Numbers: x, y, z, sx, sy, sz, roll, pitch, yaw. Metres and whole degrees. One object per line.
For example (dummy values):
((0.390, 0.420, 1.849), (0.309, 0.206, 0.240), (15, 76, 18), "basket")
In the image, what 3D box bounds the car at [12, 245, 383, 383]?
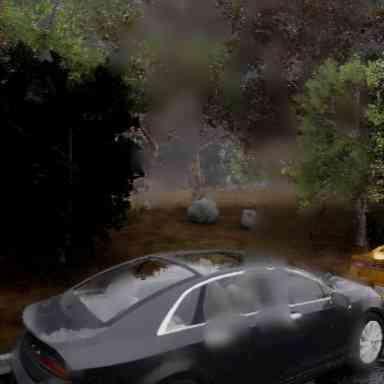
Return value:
((0.536, 1.475, 4.152), (4.892, 1.521, 2.231), (0, 0, -33), "car")
